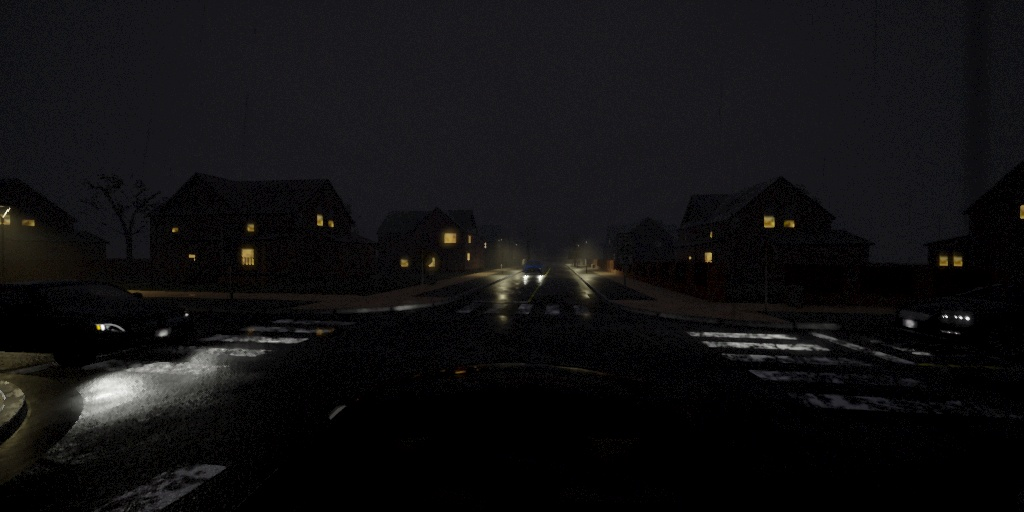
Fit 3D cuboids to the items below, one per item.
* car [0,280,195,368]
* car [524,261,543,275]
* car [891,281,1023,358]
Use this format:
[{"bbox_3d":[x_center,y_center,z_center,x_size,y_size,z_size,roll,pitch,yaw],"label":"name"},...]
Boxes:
[{"bbox_3d":[-9.144,1.222,7.314,4.674,1.442,1.812,0,0,7],"label":"car"},{"bbox_3d":[2.392,1.242,39.503,1.882,1.535,5.008,0,0,7],"label":"car"},{"bbox_3d":[11.505,1.296,7.785,4.902,1.511,2.128,0,0,9],"label":"car"}]
